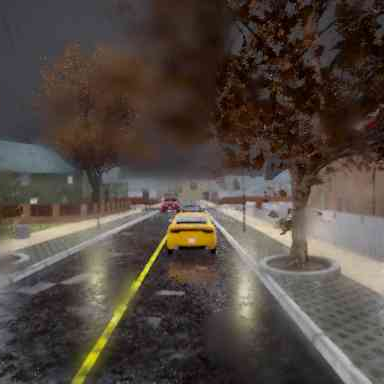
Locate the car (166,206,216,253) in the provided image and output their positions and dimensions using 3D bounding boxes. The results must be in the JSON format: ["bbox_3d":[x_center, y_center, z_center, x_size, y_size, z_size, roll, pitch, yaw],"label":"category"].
[{"bbox_3d":[-0.005,1.620,14.493,1.882,1.535,5.008,0,0,0],"label":"car"}]

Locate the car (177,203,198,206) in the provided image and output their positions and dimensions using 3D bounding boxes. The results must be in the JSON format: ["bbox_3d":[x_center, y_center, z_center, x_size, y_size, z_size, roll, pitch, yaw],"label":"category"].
[{"bbox_3d":[-0.023,1.845,29.002,2.033,1.411,5.357,0,-1,0],"label":"car"}]

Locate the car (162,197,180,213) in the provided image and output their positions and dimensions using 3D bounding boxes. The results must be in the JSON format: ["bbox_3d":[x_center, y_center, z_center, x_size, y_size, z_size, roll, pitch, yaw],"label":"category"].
[{"bbox_3d":[-2.789,1.696,44.762,2.150,2.045,5.566,0,-1,0],"label":"car"}]
